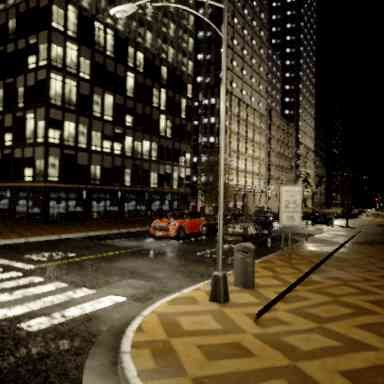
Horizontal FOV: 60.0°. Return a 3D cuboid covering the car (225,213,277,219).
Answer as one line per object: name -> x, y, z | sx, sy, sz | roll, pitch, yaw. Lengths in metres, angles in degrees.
car -> 4.571, 2.518, 25.097 | 1.895, 1.301, 4.718 | 1, -1, 31

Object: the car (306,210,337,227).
car -> 14.044, 3.003, 35.955 | 1.947, 1.339, 4.313 | 0, -2, 31

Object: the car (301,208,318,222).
car -> 15.227, 3.177, 43.100 | 2.033, 1.411, 5.357 | 1, -1, 31

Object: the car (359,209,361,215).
car -> 31.359, 4.150, 65.025 | 1.947, 1.339, 4.313 | 0, -2, 31

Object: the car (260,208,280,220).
car -> 10.456, 3.010, 41.148 | 1.994, 1.385, 4.181 | 1, -2, 31

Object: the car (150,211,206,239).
car -> -0.804, 2.050, 22.316 | 2.097, 1.767, 4.553 | 1, -1, 31

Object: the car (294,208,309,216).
car -> 21.276, 3.857, 64.472 | 1.802, 1.307, 4.206 | 0, -2, 31

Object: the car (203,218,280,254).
car -> 2.612, 2.221, 16.511 | 2.008, 1.369, 4.403 | 0, -2, 31

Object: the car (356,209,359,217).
car -> 28.476, 3.833, 60.184 | 1.967, 1.590, 4.097 | 0, -2, 31

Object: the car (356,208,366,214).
car -> 42.903, 4.891, 84.407 | 1.887, 1.381, 4.507 | 0, -2, 31

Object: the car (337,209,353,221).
car -> 22.702, 3.577, 50.490 | 1.947, 1.339, 4.313 | 0, -2, 31

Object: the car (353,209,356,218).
car -> 25.587, 3.784, 55.335 | 1.802, 1.307, 4.206 | 0, -2, 31

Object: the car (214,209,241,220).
car -> 3.967, 2.568, 35.413 | 1.967, 1.590, 4.097 | 0, -2, 31

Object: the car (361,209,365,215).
car -> 37.131, 4.531, 74.716 | 1.947, 1.339, 4.313 | 0, -2, 31

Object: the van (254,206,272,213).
van -> 9.739, 2.852, 45.104 | 1.690, 1.788, 3.998 | 0, -2, 31

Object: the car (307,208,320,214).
car -> 27.046, 4.223, 74.161 | 1.947, 1.339, 4.313 | 0, -2, 31
